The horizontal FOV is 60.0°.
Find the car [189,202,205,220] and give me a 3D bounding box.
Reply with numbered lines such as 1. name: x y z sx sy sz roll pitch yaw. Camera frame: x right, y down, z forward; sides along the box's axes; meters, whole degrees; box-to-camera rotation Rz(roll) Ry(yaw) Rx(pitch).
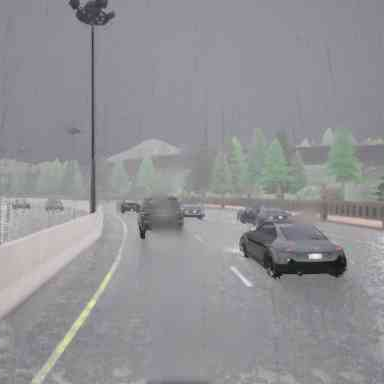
1. car: -0.482 1.554 27.760 2.033 1.411 5.357 0 0 -16

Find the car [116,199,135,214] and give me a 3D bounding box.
1. car: -6.944 1.538 35.859 1.837 1.490 4.892 0 0 -21

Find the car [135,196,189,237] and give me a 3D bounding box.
1. car: -1.836 1.232 18.221 2.150 2.045 5.566 0 0 -11

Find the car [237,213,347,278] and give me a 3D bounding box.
1. car: 2.844 1.555 10.194 1.994 1.385 4.181 0 0 -6

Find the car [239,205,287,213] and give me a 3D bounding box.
1. car: 4.600 1.534 21.709 2.033 1.411 5.357 0 0 -12

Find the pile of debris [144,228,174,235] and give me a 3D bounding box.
1. pile of debris: -1.866 2.186 18.523 1.500 0.140 1.860 0 0 -11
